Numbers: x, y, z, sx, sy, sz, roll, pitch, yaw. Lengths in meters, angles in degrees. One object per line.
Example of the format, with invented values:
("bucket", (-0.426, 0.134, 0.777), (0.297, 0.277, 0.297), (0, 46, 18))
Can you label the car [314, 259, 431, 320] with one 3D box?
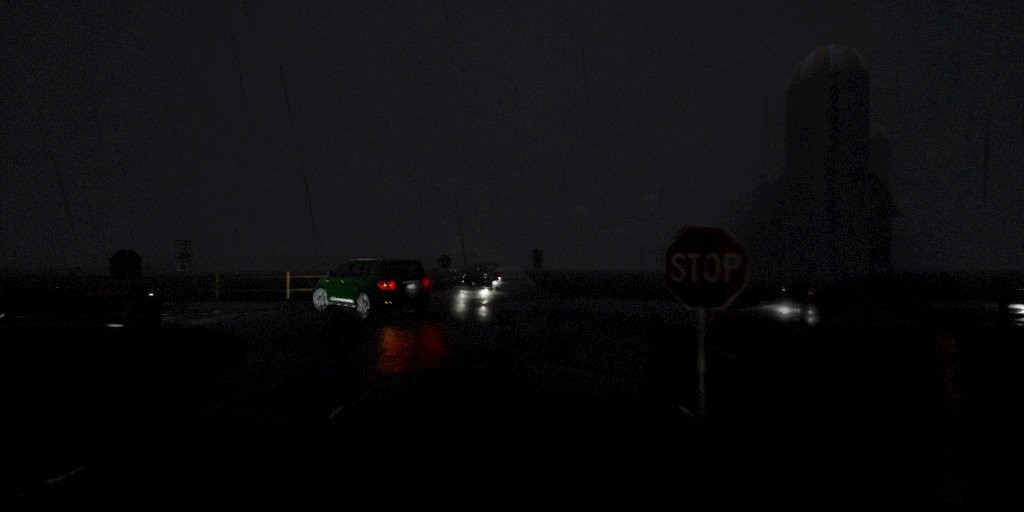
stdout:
("car", (-5.455, 1.134, 13.748), (5.566, 2.045, 2.150), (0, -1, 39))

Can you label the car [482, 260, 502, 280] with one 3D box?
("car", (-2.541, 1.492, 38.617), (2.150, 2.045, 5.566), (0, -1, 0))

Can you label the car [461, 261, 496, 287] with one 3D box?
("car", (-2.685, 1.468, 28.301), (2.097, 1.767, 4.553), (0, -1, 2))

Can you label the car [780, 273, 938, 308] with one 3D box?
("car", (14.818, 1.441, 15.474), (5.357, 1.411, 2.033), (0, 0, 1))

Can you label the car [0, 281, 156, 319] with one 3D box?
("car", (-15.804, 1.543, 12.863), (4.718, 1.301, 1.895), (0, 0, 0))

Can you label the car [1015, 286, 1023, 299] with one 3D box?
("car", (25.345, 1.430, 15.363), (5.357, 1.411, 2.033), (0, 0, 1))
